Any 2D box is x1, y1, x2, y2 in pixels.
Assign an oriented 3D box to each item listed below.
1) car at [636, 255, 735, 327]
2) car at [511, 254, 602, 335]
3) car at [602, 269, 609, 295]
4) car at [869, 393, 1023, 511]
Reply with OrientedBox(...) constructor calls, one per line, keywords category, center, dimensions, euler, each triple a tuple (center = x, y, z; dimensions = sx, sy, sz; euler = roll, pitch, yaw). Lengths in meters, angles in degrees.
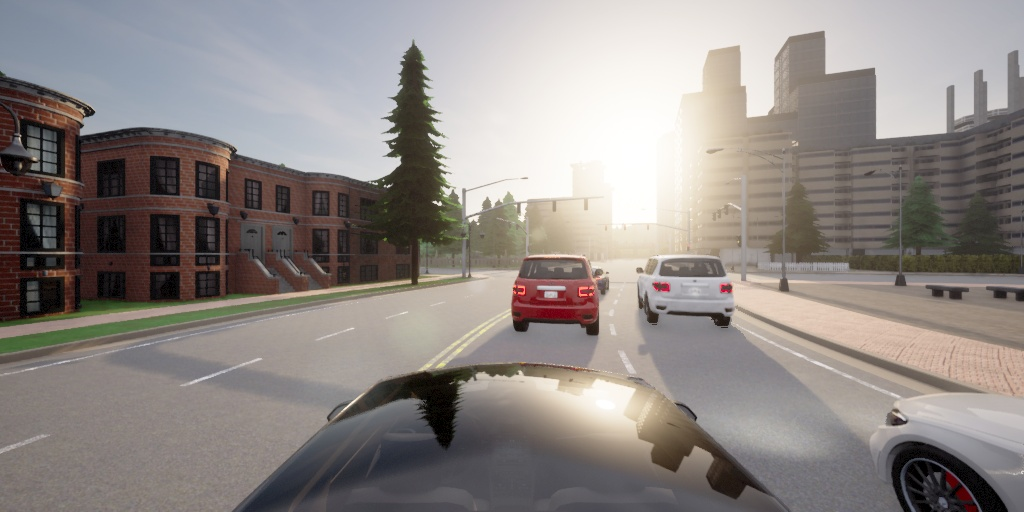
OrientedBox(category="car", center=(5.450, 0.974, 11.881), dimensions=(2.150, 2.045, 5.566), euler=(0, 0, 15))
OrientedBox(category="car", center=(1.491, 0.971, 10.765), dimensions=(2.150, 2.045, 5.566), euler=(0, 0, 13))
OrientedBox(category="car", center=(4.359, 1.276, 19.960), dimensions=(1.812, 1.442, 4.674), euler=(0, 0, 19))
OrientedBox(category="car", center=(3.766, 1.276, 0.852), dimensions=(1.812, 1.442, 4.674), euler=(0, 0, 0))
